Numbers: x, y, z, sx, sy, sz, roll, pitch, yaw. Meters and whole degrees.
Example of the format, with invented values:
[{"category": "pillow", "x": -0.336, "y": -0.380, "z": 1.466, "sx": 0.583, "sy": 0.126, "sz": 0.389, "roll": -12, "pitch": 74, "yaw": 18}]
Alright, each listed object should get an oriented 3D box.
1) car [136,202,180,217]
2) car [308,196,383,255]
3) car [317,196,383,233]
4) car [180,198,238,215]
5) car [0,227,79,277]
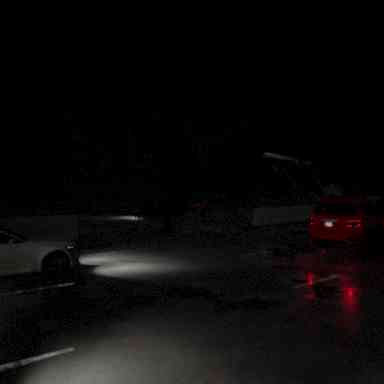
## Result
[{"category": "car", "x": -2.845, "y": 1.673, "z": 32.959, "sx": 5.357, "sy": 1.411, "sz": 2.033, "roll": 0, "pitch": 0, "yaw": -41}, {"category": "car", "x": 7.035, "y": 1.272, "z": 13.771, "sx": 5.566, "sy": 2.045, "sz": 2.150, "roll": 0, "pitch": 0, "yaw": -39}, {"category": "car", "x": 10.401, "y": 1.298, "z": 21.262, "sx": 5.566, "sy": 2.045, "sz": 2.150, "roll": 0, "pitch": 0, "yaw": -41}, {"category": "car", "x": 1.745, "y": 1.177, "z": 27.675, "sx": 5.008, "sy": 1.535, "sz": 1.882, "roll": 0, "pitch": 0, "yaw": -41}, {"category": "car", "x": -5.365, "y": 1.545, "z": 8.606, "sx": 4.674, "sy": 1.442, "sz": 1.812, "roll": 0, "pitch": 0, "yaw": -36}]
